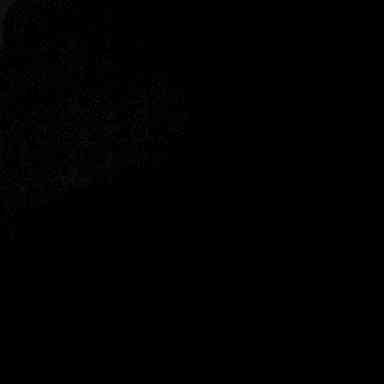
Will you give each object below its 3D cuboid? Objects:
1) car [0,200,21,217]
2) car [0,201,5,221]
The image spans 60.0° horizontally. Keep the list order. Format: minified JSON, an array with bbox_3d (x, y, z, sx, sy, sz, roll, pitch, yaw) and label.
[{"bbox_3d":[-16.556,1.367,28.673,1.853,1.218,4.536,0,0,-9],"label":"car"},{"bbox_3d":[-12.806,1.356,25.861,4.536,1.218,1.853,0,0,1],"label":"car"}]
